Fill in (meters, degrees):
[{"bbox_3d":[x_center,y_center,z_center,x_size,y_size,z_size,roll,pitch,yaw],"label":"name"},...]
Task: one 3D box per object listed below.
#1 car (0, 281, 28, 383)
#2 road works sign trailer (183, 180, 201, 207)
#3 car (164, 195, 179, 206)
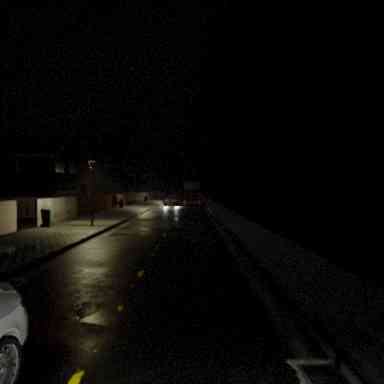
[{"bbox_3d":[-2.852,1.508,2.206,1.812,1.442,4.674,0,0,0],"label":"car"},{"bbox_3d":[0.009,0.138,45.231,2.380,3.560,2.880,0,0,0],"label":"road works sign trailer"},{"bbox_3d":[-2.822,1.194,46.083,1.812,1.442,4.674,0,0,0],"label":"car"}]
